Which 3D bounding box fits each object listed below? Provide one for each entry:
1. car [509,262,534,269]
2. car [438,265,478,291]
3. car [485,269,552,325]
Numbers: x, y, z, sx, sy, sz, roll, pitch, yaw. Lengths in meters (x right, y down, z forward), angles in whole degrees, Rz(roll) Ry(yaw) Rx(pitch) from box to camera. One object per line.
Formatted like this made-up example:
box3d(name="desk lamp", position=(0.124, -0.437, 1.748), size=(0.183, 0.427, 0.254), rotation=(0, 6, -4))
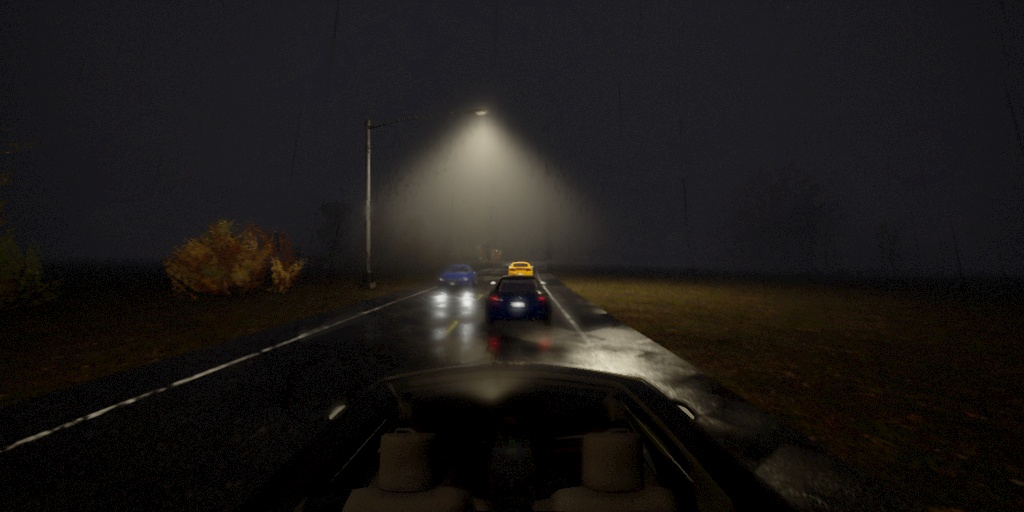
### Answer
box3d(name="car", position=(0.732, 1.231, 29.475), size=(1.882, 1.535, 5.008), rotation=(0, 0, 2))
box3d(name="car", position=(-3.234, 1.278, 22.215), size=(1.812, 1.442, 4.674), rotation=(0, 0, 2))
box3d(name="car", position=(0.216, 1.316, 11.854), size=(1.994, 1.385, 4.181), rotation=(0, 0, 1))
